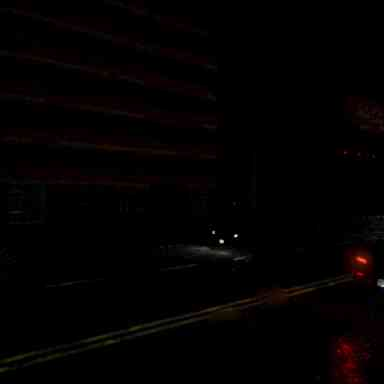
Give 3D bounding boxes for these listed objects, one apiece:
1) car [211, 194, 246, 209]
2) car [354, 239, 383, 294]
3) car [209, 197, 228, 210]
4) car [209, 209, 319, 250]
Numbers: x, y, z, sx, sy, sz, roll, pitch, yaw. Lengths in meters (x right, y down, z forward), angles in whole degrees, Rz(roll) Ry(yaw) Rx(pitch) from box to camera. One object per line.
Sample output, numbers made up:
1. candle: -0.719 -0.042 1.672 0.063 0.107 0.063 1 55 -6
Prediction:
1. car: 4.466 1.349 42.949 2.150 2.045 5.566 0 0 -35
2. car: 5.536 1.576 7.605 4.674 1.442 1.812 0 0 -35
3. car: 1.551 1.653 41.002 2.033 1.411 5.357 0 0 -35
4. car: 3.378 1.602 14.782 5.357 1.411 2.033 0 0 -35
